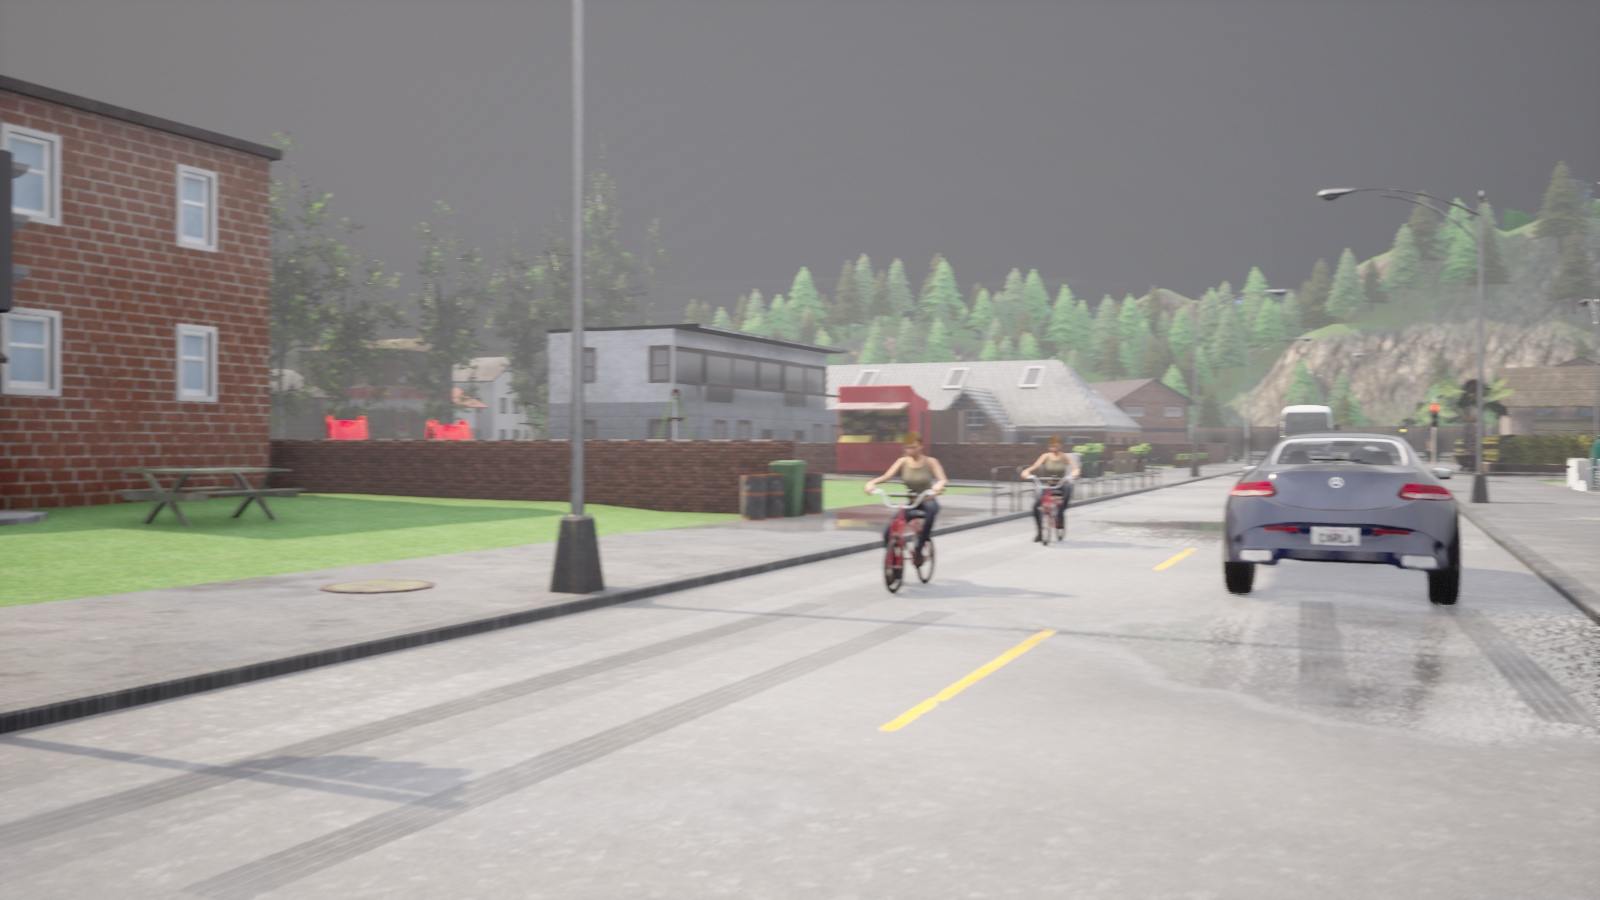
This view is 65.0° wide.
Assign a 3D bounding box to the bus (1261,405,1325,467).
[{"bbox_3d":[35.750,-0.978,90.776,3.944,4.253,10.273,0,0,23],"label":"bus"}]

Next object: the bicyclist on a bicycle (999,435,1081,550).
[{"bbox_3d":[3.552,0.594,18.507,0.866,1.612,1.509,0,0,24],"label":"bicyclist on a bicycle"}]

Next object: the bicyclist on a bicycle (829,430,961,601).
[{"bbox_3d":[0.993,0.615,12.759,0.866,1.612,1.509,0,0,24],"label":"bicyclist on a bicycle"}]

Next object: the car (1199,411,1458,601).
[{"bbox_3d":[5.777,0.475,13.677,2.152,1.651,5.027,0,0,24],"label":"car"}]
